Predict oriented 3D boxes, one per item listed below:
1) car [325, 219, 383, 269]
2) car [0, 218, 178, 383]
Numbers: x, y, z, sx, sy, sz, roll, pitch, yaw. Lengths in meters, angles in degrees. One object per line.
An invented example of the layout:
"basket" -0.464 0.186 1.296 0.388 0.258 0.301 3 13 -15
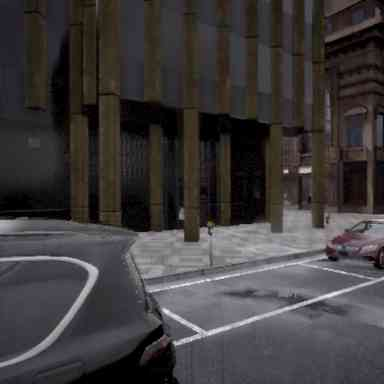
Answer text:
"car" 6.200 1.590 11.065 4.206 1.307 1.802 0 0 -35
"car" -2.674 1.223 1.472 5.566 2.045 2.150 0 0 -35
